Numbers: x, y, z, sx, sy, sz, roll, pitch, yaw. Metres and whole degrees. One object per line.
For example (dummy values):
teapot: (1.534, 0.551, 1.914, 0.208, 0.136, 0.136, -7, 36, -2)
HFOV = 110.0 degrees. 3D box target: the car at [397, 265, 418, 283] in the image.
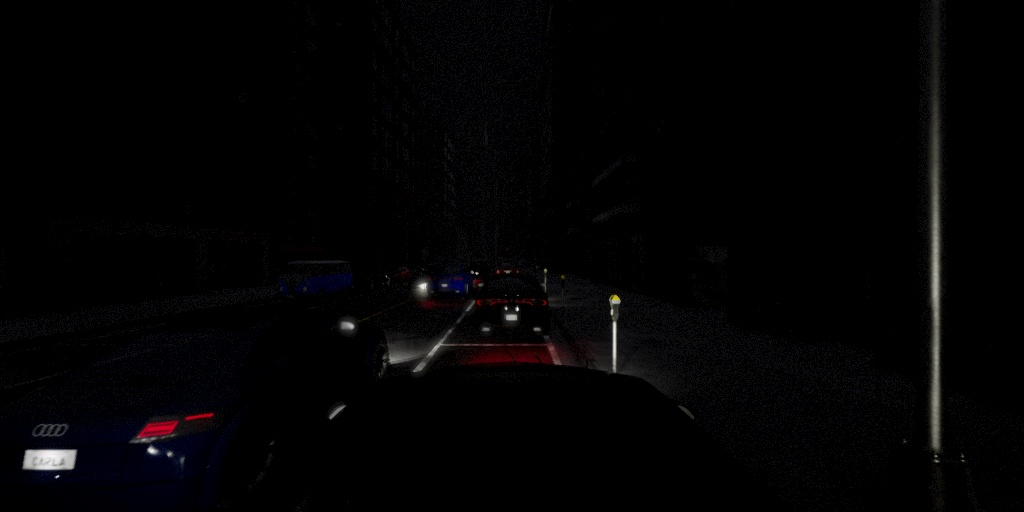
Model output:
car: (-8.813, 1.335, 27.331, 1.802, 1.307, 4.207, 0, 0, 0)

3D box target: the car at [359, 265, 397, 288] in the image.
car: (-8.813, 1.318, 21.829, 1.948, 1.339, 4.313, 0, 0, 0)

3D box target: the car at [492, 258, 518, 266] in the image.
car: (-0.288, 1.193, 27.330, 1.967, 1.591, 4.097, 0, 0, 0)

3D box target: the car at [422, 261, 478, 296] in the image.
car: (-3.147, 1.229, 19.185, 1.882, 1.535, 5.008, 0, 0, 0)

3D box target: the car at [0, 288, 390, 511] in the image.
car: (-3.050, 1.313, 4.374, 1.994, 1.385, 4.181, 0, 0, 0)

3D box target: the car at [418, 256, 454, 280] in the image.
car: (-6.251, 0.975, 30.934, 2.150, 2.045, 5.566, 0, 0, 0)

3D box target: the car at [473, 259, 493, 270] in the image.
car: (-3.051, 1.259, 33.505, 1.837, 1.490, 4.892, 0, 0, 0)

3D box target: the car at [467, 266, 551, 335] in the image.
car: (-0.006, 1.228, 10.500, 1.882, 1.535, 5.008, 0, 0, 0)

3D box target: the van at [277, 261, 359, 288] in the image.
van: (-8.813, 1.092, 16.328, 1.690, 1.789, 3.998, 0, 0, 0)
